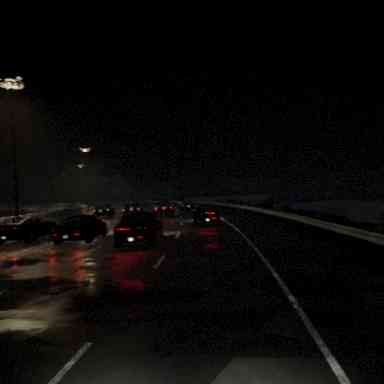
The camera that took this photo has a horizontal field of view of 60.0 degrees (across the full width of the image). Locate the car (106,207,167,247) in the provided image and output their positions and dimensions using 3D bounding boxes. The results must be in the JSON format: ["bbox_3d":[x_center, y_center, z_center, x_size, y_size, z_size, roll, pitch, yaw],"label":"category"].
[{"bbox_3d":[-2.558,1.755,16.548,1.837,1.490,4.892,-2,0,1],"label":"car"}]

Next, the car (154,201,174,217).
[{"bbox_3d":[-3.120,1.777,36.704,2.097,1.767,4.553,-3,0,-5],"label":"car"}]

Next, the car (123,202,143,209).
[{"bbox_3d":[-6.724,1.967,37.855,2.097,1.767,4.553,-3,0,-6],"label":"car"}]

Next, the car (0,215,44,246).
[{"bbox_3d":[-9.501,2.110,19.246,2.128,1.511,4.902,-3,0,1],"label":"car"}]

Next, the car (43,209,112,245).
[{"bbox_3d":[-6.016,1.961,18.189,1.812,1.442,4.674,-3,0,1],"label":"car"}]

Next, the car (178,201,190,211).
[{"bbox_3d":[-0.764,1.951,47.392,1.994,1.385,4.181,-3,0,-9],"label":"car"}]

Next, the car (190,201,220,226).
[{"bbox_3d":[1.005,1.639,25.087,1.837,1.490,4.892,-2,0,-1],"label":"car"}]

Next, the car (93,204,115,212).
[{"bbox_3d":[-10.344,2.157,39.092,2.097,1.767,4.553,-3,0,-6],"label":"car"}]
